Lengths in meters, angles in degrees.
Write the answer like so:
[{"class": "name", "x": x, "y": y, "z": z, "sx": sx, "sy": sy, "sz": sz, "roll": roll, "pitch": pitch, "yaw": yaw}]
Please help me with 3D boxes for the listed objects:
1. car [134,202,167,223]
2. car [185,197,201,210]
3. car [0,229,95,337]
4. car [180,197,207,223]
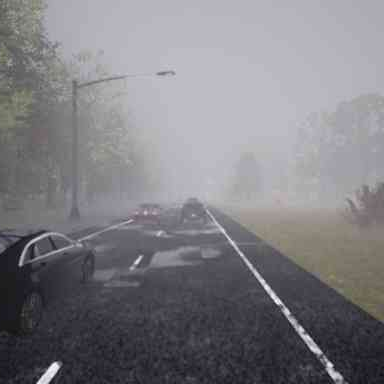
[{"class": "car", "x": -3.071, "y": 1.494, "z": 25.089, "sx": 2.033, "sy": 1.411, "sz": 5.357, "roll": 0, "pitch": 0, "yaw": 2}, {"class": "car", "x": 0.116, "y": 1.417, "z": 42.772, "sx": 1.837, "sy": 1.490, "sz": 4.892, "roll": 0, "pitch": 0, "yaw": 0}, {"class": "car", "x": -3.391, "y": 1.477, "z": 6.579, "sx": 2.128, "sy": 1.511, "sz": 4.902, "roll": 0, "pitch": 0, "yaw": 0}, {"class": "car", "x": 0.111, "y": 1.424, "z": 24.907, "sx": 1.882, "sy": 1.535, "sz": 5.008, "roll": 0, "pitch": 0, "yaw": 0}]
